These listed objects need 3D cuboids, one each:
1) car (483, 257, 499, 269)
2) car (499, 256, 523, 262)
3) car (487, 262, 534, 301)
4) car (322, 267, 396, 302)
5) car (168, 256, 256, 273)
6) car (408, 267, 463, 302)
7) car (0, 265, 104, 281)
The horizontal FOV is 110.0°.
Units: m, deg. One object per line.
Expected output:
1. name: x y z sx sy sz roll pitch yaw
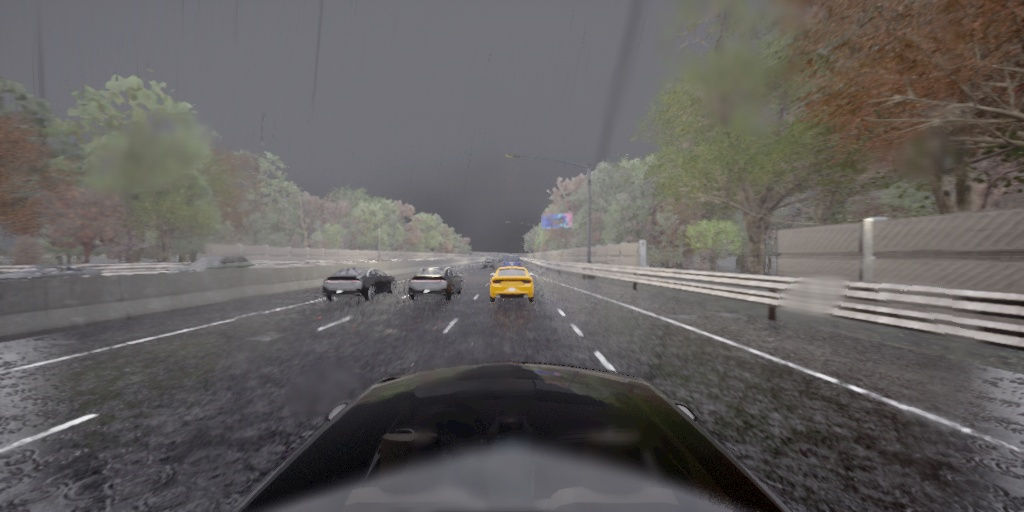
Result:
1. car: -3.503 1.284 56.273 1.837 1.490 4.892 0 0 0
2. car: 0.000 0.992 40.497 2.150 2.045 5.566 0 0 0
3. car: -0.002 1.236 17.279 1.882 1.535 5.008 0 0 0
4. car: -7.000 1.249 16.974 2.128 1.511 4.902 0 0 0
5. car: -17.500 0.767 21.164 2.097 1.767 4.553 0 0 0
6. car: -3.503 1.249 17.139 2.128 1.511 4.902 0 0 0
7. car: -27.379 1.289 21.133 2.128 1.511 4.902 0 0 3
